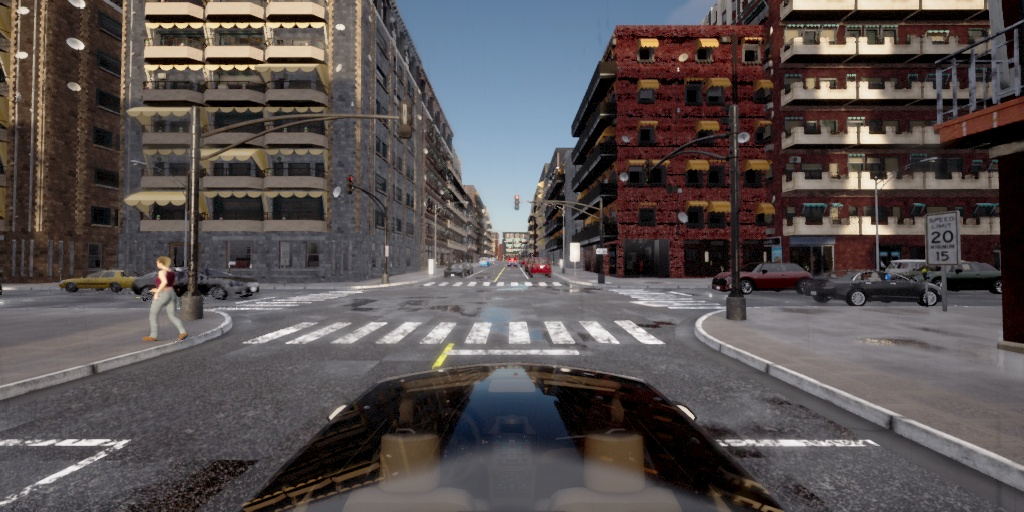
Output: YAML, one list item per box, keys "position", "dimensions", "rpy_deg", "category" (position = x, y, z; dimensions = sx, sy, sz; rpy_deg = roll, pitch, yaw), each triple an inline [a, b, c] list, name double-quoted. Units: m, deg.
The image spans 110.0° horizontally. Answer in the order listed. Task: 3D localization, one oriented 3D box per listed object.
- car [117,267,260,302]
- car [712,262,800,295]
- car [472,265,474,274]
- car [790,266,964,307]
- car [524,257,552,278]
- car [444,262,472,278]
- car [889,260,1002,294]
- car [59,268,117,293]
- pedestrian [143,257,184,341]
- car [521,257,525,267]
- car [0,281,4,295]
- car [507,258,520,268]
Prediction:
- position: [-14.320, 1.262, 16.421]
  dimensions: [4.902, 1.511, 2.128]
  rpy_deg: [0, -1, -1]
  category: "car"
- position: [13.236, 1.102, 19.159]
  dimensions: [4.553, 1.767, 2.097]
  rpy_deg: [0, -1, -1]
  category: "car"
- position: [-5.271, 1.332, 39.578]
  dimensions: [1.948, 1.339, 4.313]
  rpy_deg: [0, 0, 0]
  category: "car"
- position: [13.759, 1.186, 13.747]
  dimensions: [4.403, 1.370, 2.007]
  rpy_deg: [0, 0, 0]
  category: "car"
- position: [2.604, 1.078, 34.053]
  dimensions: [2.192, 1.841, 5.009]
  rpy_deg: [0, 0, 0]
  category: "car"
- position: [-5.277, 1.329, 34.017]
  dimensions: [1.948, 1.339, 4.313]
  rpy_deg: [0, 0, 0]
  category: "car"
- position: [23.085, 1.079, 19.145]
  dimensions: [4.553, 1.767, 2.097]
  rpy_deg: [0, -1, 0]
  category: "car"
- position: [-24.420, 1.436, 21.762]
  dimensions: [4.829, 1.417, 1.751]
  rpy_deg: [0, 0, 0]
  category: "car"
- position: [-7.457, 0.894, 7.697]
  dimensions: [0.375, 1.860, 0.375]
  rpy_deg: [1, -1, 0]
  category: "pedestrian"
- position: [2.617, 1.087, 45.176]
  dimensions: [2.192, 1.841, 5.009]
  rpy_deg: [0, 0, 0]
  category: "car"
- position: [-26.563, 1.156, 16.371]
  dimensions: [4.553, 1.767, 2.097]
  rpy_deg: [0, -1, 0]
  category: "car"
- position: [0.072, 1.425, 63.670]
  dimensions: [1.895, 1.301, 4.718]
  rpy_deg: [0, 0, 0]
  category: "car"
